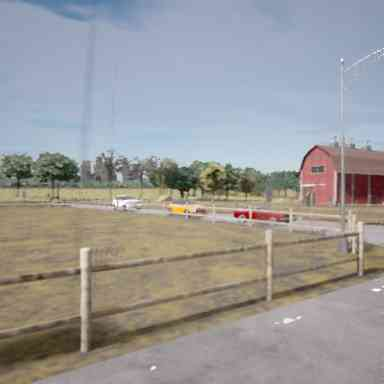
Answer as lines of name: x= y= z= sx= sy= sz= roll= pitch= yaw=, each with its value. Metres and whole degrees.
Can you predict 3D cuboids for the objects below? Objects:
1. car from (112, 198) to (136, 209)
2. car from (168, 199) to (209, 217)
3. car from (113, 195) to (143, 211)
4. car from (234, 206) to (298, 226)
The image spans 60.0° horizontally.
car: x=-10.578 y=1.739 z=51.634 sx=1.837 sy=1.490 sz=4.892 roll=-1 pitch=0 yaw=-35
car: x=-0.405 y=1.450 z=32.151 sx=2.097 sy=1.767 sz=4.553 roll=-1 pitch=0 yaw=-35
car: x=-8.511 y=1.416 z=43.631 sx=2.150 sy=2.045 sz=5.566 roll=-1 pitch=0 yaw=-35
car: x=5.273 y=1.672 z=24.171 sx=1.895 sy=1.301 sz=4.718 roll=-1 pitch=0 yaw=-36
